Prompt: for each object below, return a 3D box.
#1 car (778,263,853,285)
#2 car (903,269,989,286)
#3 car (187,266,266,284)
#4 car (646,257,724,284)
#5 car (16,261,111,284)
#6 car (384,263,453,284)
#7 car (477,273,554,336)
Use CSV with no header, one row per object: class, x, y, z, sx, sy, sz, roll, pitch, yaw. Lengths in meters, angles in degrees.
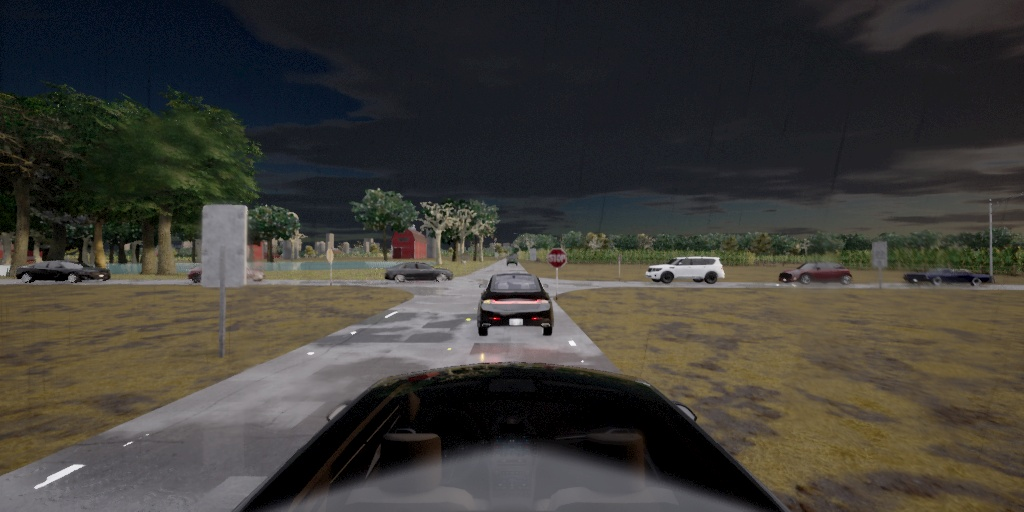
car,23.343,1.287,27.734,4.553,1.767,2.097,0,-1,0
car,33.425,1.623,27.724,4.718,1.301,1.895,1,-1,0
car,-19.681,1.165,24.784,4.674,1.442,1.812,0,-1,0
car,13.347,1.083,27.762,5.566,2.045,2.150,0,-1,1
car,-30.862,1.089,24.786,5.008,1.535,1.882,0,-1,0
car,-6.817,1.228,26.298,4.892,1.490,1.837,0,0,-20
car,0.061,1.242,10.333,2.128,1.511,4.902,0,0,-1
